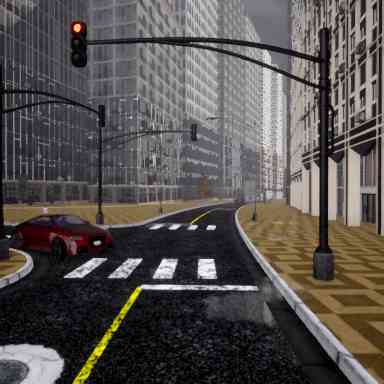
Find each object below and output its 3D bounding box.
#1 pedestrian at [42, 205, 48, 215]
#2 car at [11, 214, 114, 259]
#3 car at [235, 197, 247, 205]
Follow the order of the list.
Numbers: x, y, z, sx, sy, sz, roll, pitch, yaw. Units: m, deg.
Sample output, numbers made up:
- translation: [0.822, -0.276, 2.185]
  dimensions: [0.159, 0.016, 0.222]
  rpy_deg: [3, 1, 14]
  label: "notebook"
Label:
- translation: [-9.298, 1.345, 21.024]
  dimensions: [0.500, 1.100, 0.500]
  rpy_deg: [0, 0, 17]
  label: "pedestrian"
- translation: [-4.904, 1.540, 12.527]
  dimensions: [4.181, 1.385, 1.994]
  rpy_deg: [1, 0, 33]
  label: "car"
- translation: [9.564, 1.701, 64.828]
  dimensions: [1.882, 1.535, 5.008]
  rpy_deg: [0, 0, 16]
  label: "car"
